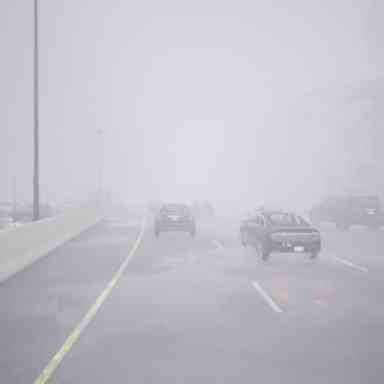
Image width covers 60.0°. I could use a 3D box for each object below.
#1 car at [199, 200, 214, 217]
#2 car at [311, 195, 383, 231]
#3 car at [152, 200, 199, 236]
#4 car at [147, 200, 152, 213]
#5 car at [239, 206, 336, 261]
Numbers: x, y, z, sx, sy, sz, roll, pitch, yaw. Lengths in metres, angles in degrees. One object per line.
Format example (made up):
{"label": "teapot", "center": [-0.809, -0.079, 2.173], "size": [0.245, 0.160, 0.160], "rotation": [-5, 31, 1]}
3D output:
{"label": "car", "center": [0.779, 1.503, 30.976], "size": [2.128, 1.511, 4.902], "rotation": [0, 0, -10]}
{"label": "car", "center": [9.340, 1.209, 20.533], "size": [2.150, 2.045, 5.566], "rotation": [0, 0, -6]}
{"label": "car", "center": [-1.038, 1.362, 18.657], "size": [2.097, 1.767, 4.553], "rotation": [0, 0, -6]}
{"label": "car", "center": [-4.007, 1.572, 37.516], "size": [2.033, 1.411, 5.357], "rotation": [0, 0, -12]}
{"label": "car", "center": [3.034, 1.490, 12.370], "size": [2.128, 1.511, 4.902], "rotation": [0, 0, -4]}
